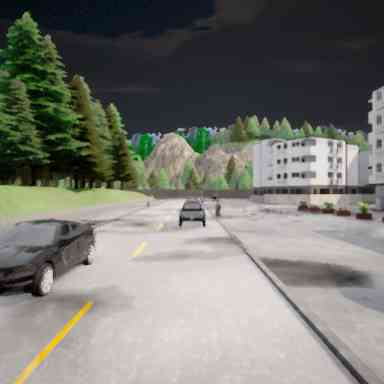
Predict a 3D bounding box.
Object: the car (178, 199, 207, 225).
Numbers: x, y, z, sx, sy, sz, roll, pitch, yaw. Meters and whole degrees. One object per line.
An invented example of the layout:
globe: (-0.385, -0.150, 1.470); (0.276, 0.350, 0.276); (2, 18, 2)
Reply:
car: (0.038, 1.506, 23.844); (2.128, 1.511, 4.902); (0, 0, 1)

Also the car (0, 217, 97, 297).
car: (-4.043, 1.482, 8.832); (1.882, 1.535, 5.008); (0, 0, 1)
